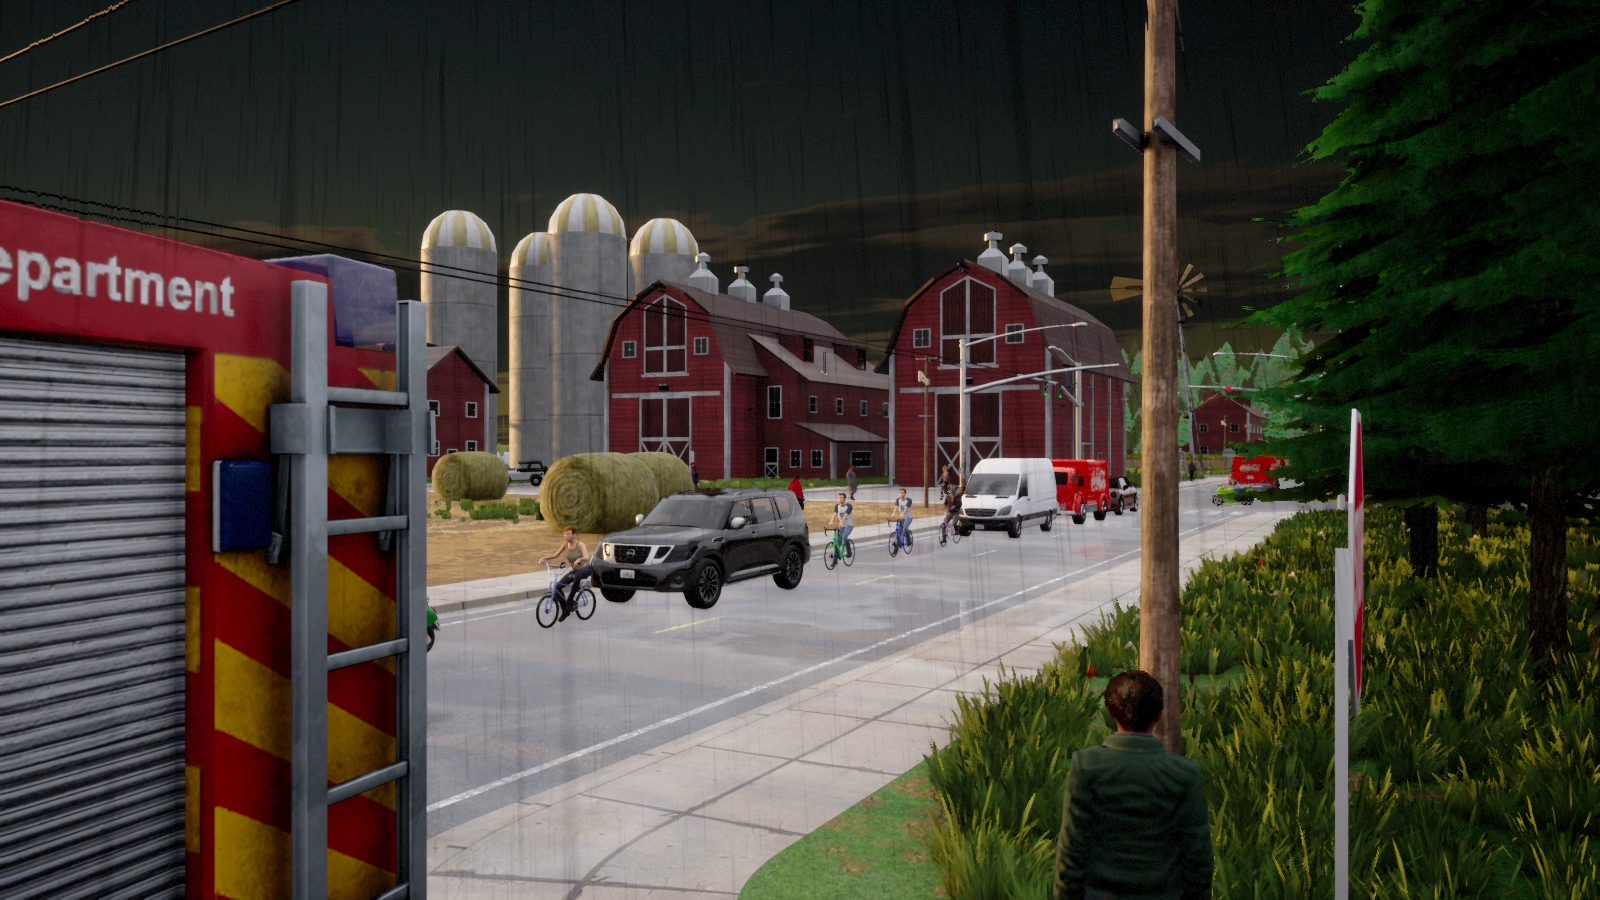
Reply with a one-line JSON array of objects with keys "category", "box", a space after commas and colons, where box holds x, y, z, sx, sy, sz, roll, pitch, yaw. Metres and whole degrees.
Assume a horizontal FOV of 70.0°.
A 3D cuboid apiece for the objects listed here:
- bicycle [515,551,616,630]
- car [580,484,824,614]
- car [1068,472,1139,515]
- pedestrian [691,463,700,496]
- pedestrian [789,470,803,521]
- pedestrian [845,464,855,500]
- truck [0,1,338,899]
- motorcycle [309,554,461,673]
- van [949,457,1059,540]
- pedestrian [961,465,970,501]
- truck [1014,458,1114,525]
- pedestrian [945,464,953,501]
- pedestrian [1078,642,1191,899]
[{"category": "bicycle", "box": [-3.787, 2.256, 18.582, 0.859, 1.080, 1.487, 0, 0, 28]}, {"category": "car", "box": [-1.718, 1.779, 22.429, 2.150, 2.045, 5.566, 0, 0, 27]}, {"category": "car", "box": [13.659, 1.903, 51.221, 2.097, 1.767, 4.553, 0, 0, 28]}, {"category": "pedestrian", "box": [-5.987, 1.669, 65.310, 0.375, 1.860, 0.375, 0, 0, 26]}, {"category": "pedestrian", "box": [-0.152, 1.678, 42.243, 0.375, 1.860, 0.375, 0, 0, 38]}, {"category": "pedestrian", "box": [2.632, 1.670, 59.644, 0.375, 1.860, 0.375, 0, 0, 32]}, {"category": "truck", "box": [-5.978, 0.867, 3.794, 8.468, 3.827, 2.891, 0, 0, 20]}, {"category": "motorcycle", "box": [-5.522, 2.142, 15.311, 0.856, 1.316, 1.805, 0, 0, 28]}, {"category": "van", "box": [7.067, 1.534, 38.948, 1.988, 2.561, 5.915, 0, 0, 28]}, {"category": "pedestrian", "box": [8.404, 1.670, 57.961, 0.375, 1.860, 0.375, 0, 0, 22]}, {"category": "truck", "box": [10.558, 1.568, 45.374, 2.627, 2.467, 5.204, 0, 0, 28]}, {"category": "pedestrian", "box": [7.571, 1.668, 58.112, 0.375, 1.860, 0.375, 0, 0, 18]}, {"category": "pedestrian", "box": [1.203, 1.663, 4.146, 0.375, 1.860, 0.375, 0, 0, 14]}]
